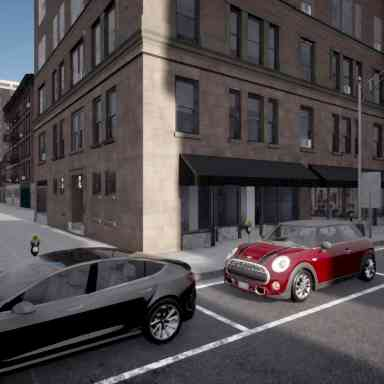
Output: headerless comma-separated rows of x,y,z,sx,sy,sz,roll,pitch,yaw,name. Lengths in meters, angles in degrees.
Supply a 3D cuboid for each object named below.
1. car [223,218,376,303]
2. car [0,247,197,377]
2.694,1.440,8.161,4.097,1.590,1.967,0,0,-36,car
-1.909,1.566,4.830,4.313,1.339,1.947,0,0,-36,car
